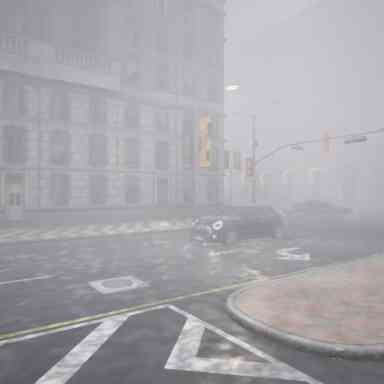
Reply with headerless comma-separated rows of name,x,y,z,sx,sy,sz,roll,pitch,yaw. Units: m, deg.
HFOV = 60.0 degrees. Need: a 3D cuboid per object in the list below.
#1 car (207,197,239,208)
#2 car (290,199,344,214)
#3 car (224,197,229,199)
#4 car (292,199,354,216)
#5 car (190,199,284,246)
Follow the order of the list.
car,4.631,1.492,50.361,2.128,1.511,4.902,0,0,-35
car,13.916,1.547,37.364,2.033,1.411,5.357,0,0,-36
car,3.403,1.563,46.052,1.994,1.385,4.181,0,0,-35
car,12.930,1.548,32.725,2.033,1.411,5.357,0,0,-36
car,2.126,1.351,15.290,4.553,1.767,2.097,0,0,-35
